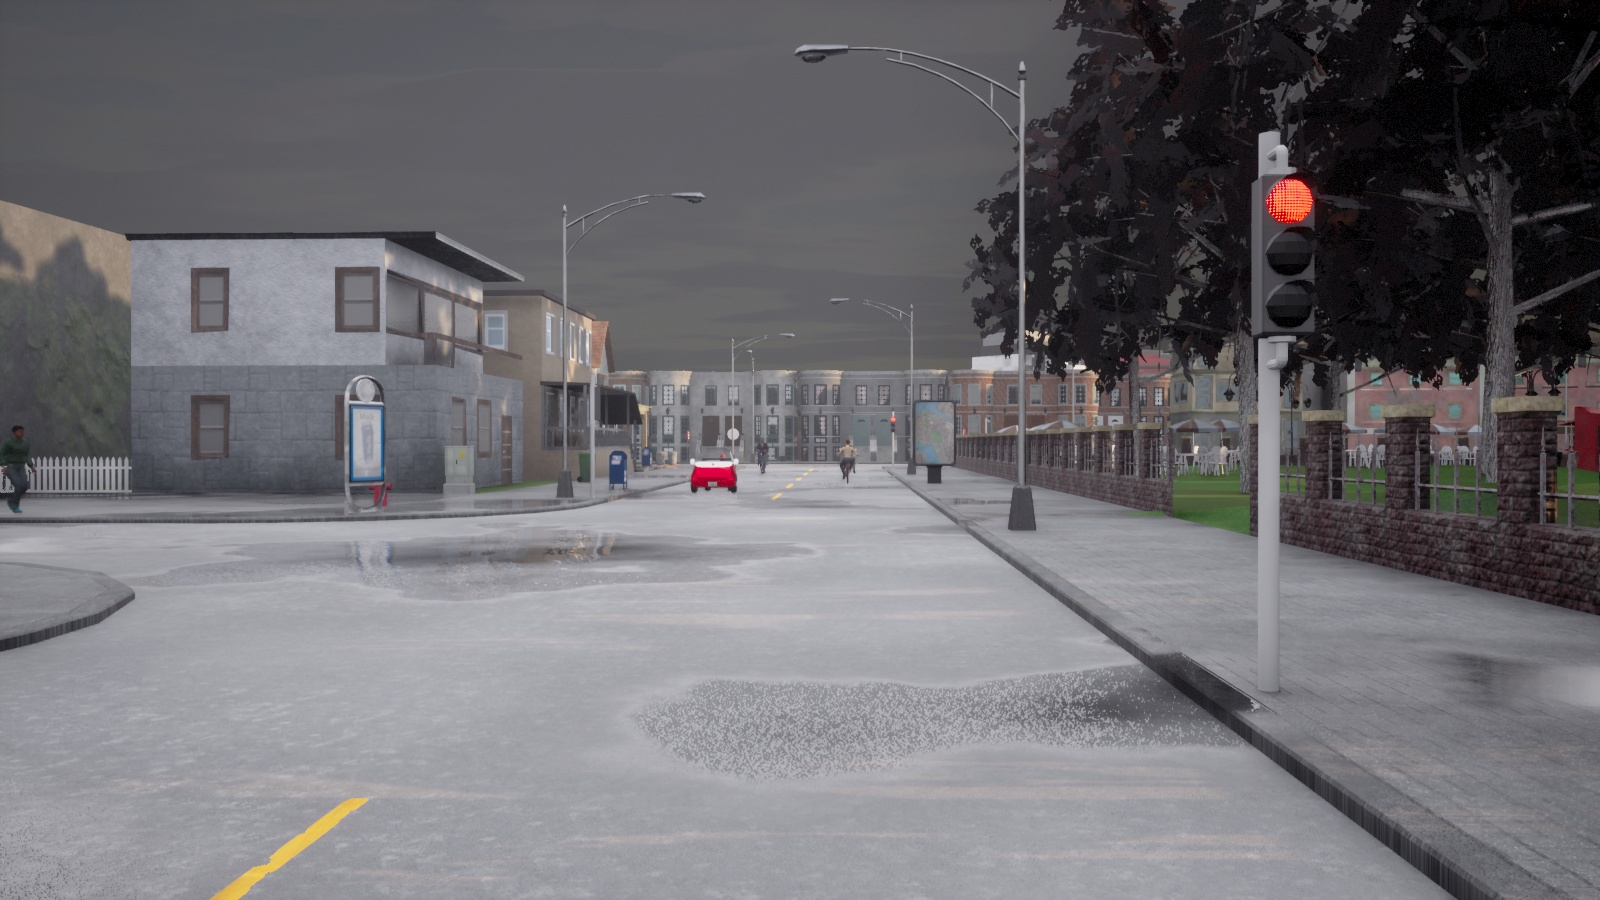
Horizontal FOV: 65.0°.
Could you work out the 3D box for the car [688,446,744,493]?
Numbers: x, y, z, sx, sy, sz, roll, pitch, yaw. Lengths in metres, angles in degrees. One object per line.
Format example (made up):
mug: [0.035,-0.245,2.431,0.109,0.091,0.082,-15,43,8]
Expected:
car: [-2.562,0.582,38.474,1.481,1.376,2.207,0,0,2]

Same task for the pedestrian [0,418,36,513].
pedestrian: [-15.520,0.303,24.911,0.614,1.847,0.353,0,0,25]
